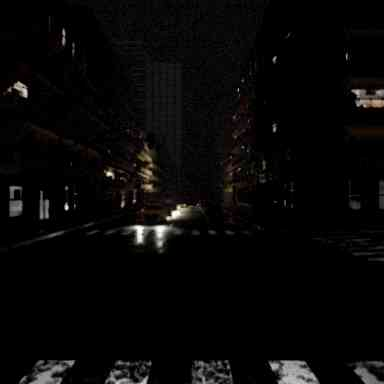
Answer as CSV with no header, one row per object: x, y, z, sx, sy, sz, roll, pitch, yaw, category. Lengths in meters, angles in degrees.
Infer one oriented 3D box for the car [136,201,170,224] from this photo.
-3.150,1.753,27.994,1.882,1.535,5.008,0,-1,0,car

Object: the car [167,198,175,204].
-5.868,2.535,94.771,2.008,1.369,4.403,-1,-1,0,car

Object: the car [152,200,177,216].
-3.166,1.926,37.957,2.033,1.411,5.357,0,-1,0,car

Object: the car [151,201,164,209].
-5.800,2.147,56.079,1.802,1.307,4.206,0,-1,0,car

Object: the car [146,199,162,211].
-5.791,1.948,50.552,1.967,1.590,4.097,0,-1,0,car

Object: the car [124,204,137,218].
-5.760,1.886,33.969,2.008,1.369,4.403,0,-1,0,car

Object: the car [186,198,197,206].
-0.123,2.055,68.462,2.097,1.767,4.553,0,-1,0,car

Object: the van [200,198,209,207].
2.559,2.030,67.145,1.690,1.788,3.998,-1,-1,0,van

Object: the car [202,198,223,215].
2.609,1.838,39.507,1.967,1.590,4.097,0,-1,0,car

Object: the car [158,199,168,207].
-5.819,2.206,66.964,1.752,1.417,4.829,0,-1,0,car

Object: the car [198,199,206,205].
2.532,2.413,83.727,1.887,1.381,4.507,-1,-1,0,car

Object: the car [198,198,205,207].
2.581,2.122,56.088,2.008,1.369,4.403,0,-1,0,car
